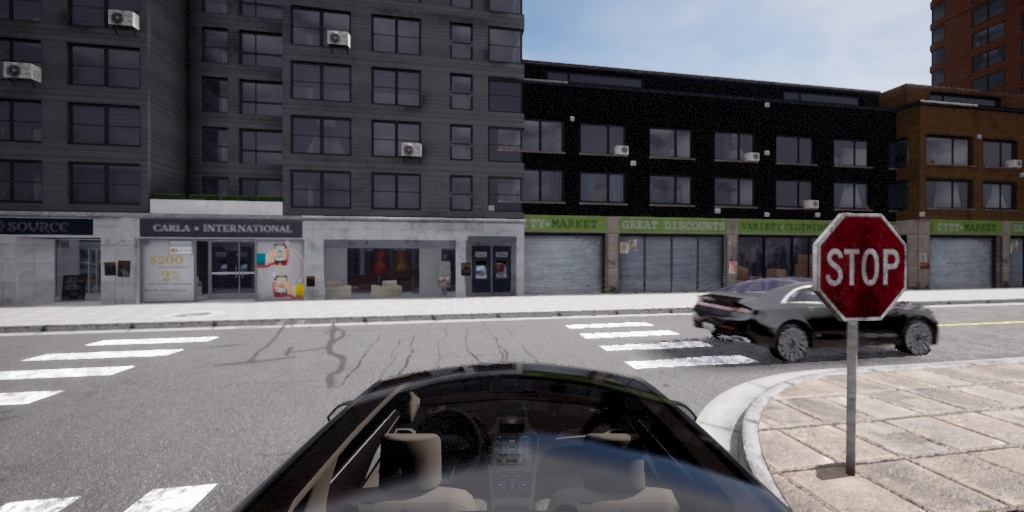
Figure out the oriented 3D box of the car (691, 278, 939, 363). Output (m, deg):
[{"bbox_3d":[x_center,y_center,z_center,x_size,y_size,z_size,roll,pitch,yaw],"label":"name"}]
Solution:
[{"bbox_3d":[6.397,1.220,7.704,4.902,1.511,2.128,0,0,-9],"label":"car"}]
